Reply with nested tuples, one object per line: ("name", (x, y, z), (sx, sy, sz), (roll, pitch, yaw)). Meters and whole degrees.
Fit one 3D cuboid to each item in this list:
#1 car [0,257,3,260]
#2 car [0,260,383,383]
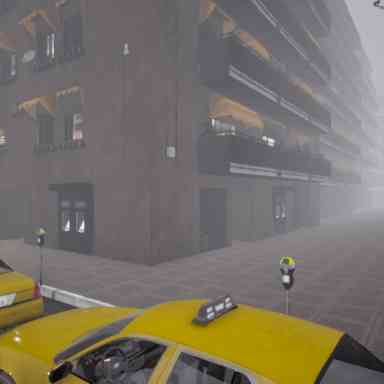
("car", (-4.618, 1.526, 6.031), (4.829, 1.417, 1.752), (0, 0, 36))
("car", (-0.031, 1.525, 2.749), (4.829, 1.417, 1.752), (0, 0, 36))
